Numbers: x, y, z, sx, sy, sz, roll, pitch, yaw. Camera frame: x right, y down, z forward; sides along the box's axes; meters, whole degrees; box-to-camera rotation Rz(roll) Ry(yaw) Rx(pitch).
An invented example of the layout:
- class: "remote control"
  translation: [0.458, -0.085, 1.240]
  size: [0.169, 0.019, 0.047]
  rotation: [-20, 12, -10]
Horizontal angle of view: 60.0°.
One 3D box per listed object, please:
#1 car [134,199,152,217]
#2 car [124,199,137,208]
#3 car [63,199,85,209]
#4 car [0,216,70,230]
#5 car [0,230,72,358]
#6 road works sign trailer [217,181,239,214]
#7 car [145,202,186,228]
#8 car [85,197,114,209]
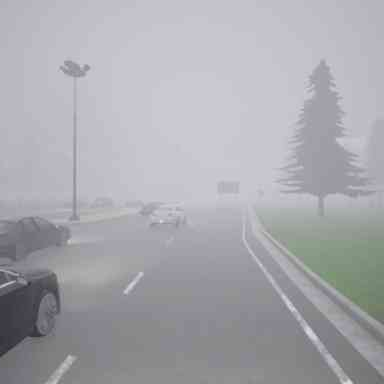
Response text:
- class: "car"
  translation: [-3.603, 1.655, 32.866]
  size: [2.033, 1.411, 5.357]
  rotation: [0, 0, 9]
- class: "car"
  translation: [-8.921, 1.727, 51.365]
  size: [1.994, 1.385, 4.181]
  rotation: [0, 0, 9]
- class: "car"
  translation: [-16.632, 1.699, 47.525]
  size: [1.994, 1.385, 4.181]
  rotation: [0, 0, 9]
- class: "car"
  translation: [-6.366, 1.579, 12.240]
  size: [2.033, 1.411, 5.357]
  rotation: [0, 0, 4]
- class: "car"
  translation: [-3.208, 1.499, 3.768]
  size: [2.128, 1.511, 4.902]
  rotation: [0, 0, 2]
- class: "road works sign trailer"
  translation: [4.067, 0.601, 37.141]
  size: [2.380, 3.560, 2.880]
  rotation: [0, 0, 9]
- class: "car"
  translation: [-1.570, 1.603, 22.981]
  size: [1.812, 1.442, 4.674]
  rotation: [0, 0, 8]
- class: "car"
  translation: [-13.012, 1.494, 47.993]
  size: [2.097, 1.767, 4.553]
  rotation: [0, 0, 9]
